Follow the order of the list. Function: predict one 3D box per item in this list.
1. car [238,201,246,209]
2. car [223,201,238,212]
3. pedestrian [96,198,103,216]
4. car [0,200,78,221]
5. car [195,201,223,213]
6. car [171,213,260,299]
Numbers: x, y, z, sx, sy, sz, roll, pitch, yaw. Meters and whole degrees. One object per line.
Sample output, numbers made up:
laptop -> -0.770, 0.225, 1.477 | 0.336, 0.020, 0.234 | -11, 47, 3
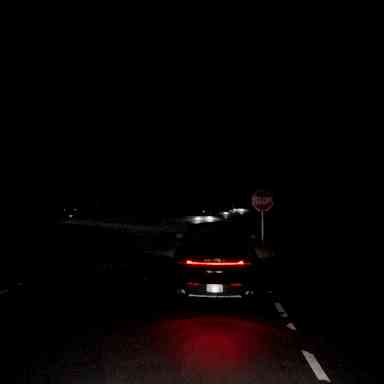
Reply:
car -> 8.066, 2.199, 57.338 | 1.895, 1.301, 4.718 | 0, -1, 16
car -> 4.495, 1.946, 45.294 | 2.033, 1.411, 5.357 | 0, -1, 17
pedestrian -> -8.007, 1.099, 28.566 | 0.375, 1.860, 0.375 | 0, -4, 7
car -> -10.187, 1.195, 22.335 | 4.718, 1.301, 1.895 | 2, -1, 8
car -> 1.704, 1.801, 35.383 | 1.994, 1.385, 4.181 | 0, -1, 15
car -> 0.591, 1.510, 8.481 | 1.837, 1.490, 4.892 | 0, 0, 4
